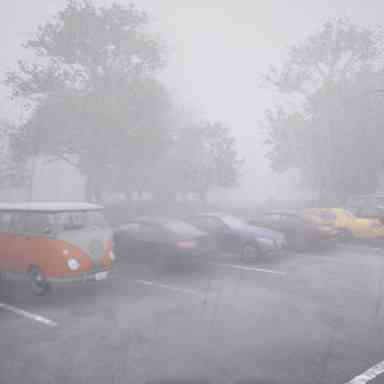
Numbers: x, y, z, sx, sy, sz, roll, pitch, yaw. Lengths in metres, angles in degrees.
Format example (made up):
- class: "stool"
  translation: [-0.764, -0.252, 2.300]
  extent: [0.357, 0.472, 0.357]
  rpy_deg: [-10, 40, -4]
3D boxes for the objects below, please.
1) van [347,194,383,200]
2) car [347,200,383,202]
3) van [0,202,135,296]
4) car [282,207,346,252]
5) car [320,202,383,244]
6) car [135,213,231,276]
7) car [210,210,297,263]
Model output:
- class: "van"
  translation: [10.671, 1.121, 18.602]
  extent: [4.442, 1.987, 1.878]
  rpy_deg: [-1, 0, 36]
- class: "car"
  translation: [8.312, 1.369, 16.867]
  extent: [5.008, 1.535, 2.097]
  rpy_deg: [-1, 0, 36]
- class: "van"
  translation: [-3.770, 1.247, 8.373]
  extent: [4.442, 1.987, 1.878]
  rpy_deg: [-1, -1, 35]
- class: "car"
  translation: [3.411, 1.455, 13.511]
  extent: [4.674, 1.452, 2.002]
  rpy_deg: [-1, 0, 35]
- class: "car"
  translation: [5.702, 1.393, 15.310]
  extent: [5.366, 1.575, 1.946]
  rpy_deg: [-1, 0, 35]
- class: "car"
  translation: [-1.436, 1.495, 10.144]
  extent: [4.674, 1.452, 2.002]
  rpy_deg: [-1, 0, 35]
- class: "car"
  translation: [0.997, 1.475, 11.820]
  extent: [4.674, 1.452, 2.002]
  rpy_deg: [0, 0, 35]
